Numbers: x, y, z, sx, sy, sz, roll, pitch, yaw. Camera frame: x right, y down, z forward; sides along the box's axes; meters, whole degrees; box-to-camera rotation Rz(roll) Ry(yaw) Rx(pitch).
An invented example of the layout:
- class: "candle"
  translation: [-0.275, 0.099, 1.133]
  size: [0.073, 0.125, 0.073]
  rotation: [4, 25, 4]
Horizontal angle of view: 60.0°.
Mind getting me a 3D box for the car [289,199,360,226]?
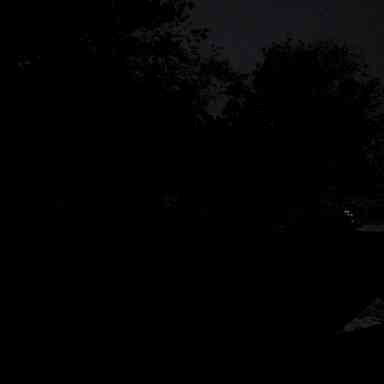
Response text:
- class: "car"
  translation: [7.835, 1.219, 20.639]
  size: [4.553, 1.767, 2.097]
  rotation: [-2, 1, 36]
